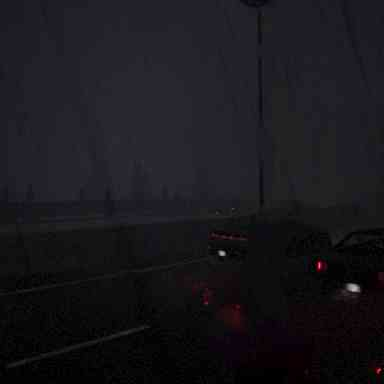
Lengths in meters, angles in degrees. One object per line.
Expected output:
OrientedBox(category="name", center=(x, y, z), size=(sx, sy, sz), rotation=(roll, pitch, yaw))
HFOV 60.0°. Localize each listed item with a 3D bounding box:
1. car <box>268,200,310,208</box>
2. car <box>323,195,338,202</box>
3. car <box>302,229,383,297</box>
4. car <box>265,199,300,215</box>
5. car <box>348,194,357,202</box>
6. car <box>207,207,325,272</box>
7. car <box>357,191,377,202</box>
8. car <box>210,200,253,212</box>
OrientedBox(category="car", center=(7.432, 1.380, 25.648), size=(1.882, 1.535, 5.008), rotation=(0, 0, 40))
OrientedBox(category="car", center=(27.310, 1.242, 65.394), size=(1.812, 1.442, 4.674), rotation=(-1, 0, 35))
OrientedBox(category="car", center=(4.798, 1.545, 7.882), size=(4.718, 1.301, 1.895), rotation=(-1, 0, -41))
OrientedBox(category="car", center=(9.157, 1.455, 33.409), size=(1.994, 1.385, 4.181), rotation=(-1, 0, 37))
OrientedBox(category="car", center=(32.956, 1.182, 67.400), size=(2.128, 1.511, 4.902), rotation=(-1, 0, 35))
OrientedBox(category="car", center=(2.654, 1.447, 10.692), size=(4.902, 1.511, 2.128), rotation=(-1, 0, -41))
OrientedBox(category="car", center=(31.369, 0.900, 58.981), size=(2.150, 2.045, 5.566), rotation=(0, 0, 35))
OrientedBox(category="car", center=(3.913, 1.482, 32.278), size=(2.033, 1.411, 5.357), rotation=(0, 0, 39))
